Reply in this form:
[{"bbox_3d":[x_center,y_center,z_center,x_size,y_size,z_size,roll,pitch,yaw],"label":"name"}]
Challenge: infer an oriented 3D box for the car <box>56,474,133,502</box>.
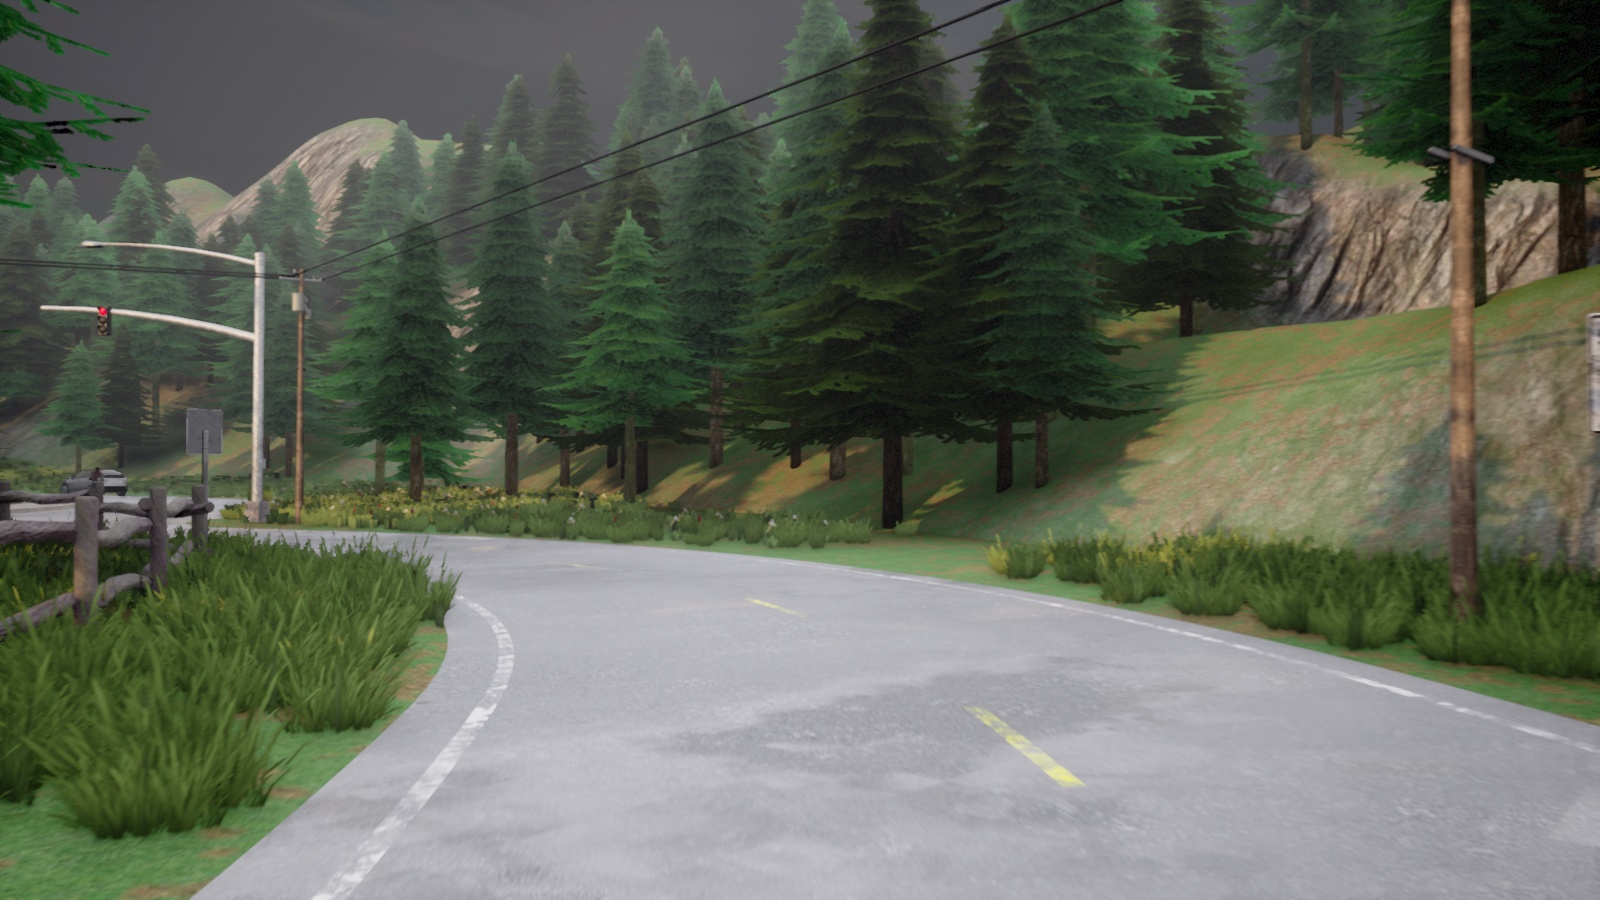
[{"bbox_3d":[-38.821,2.073,69.075,4.514,1.525,2.007,-1,-1,36],"label":"car"}]
